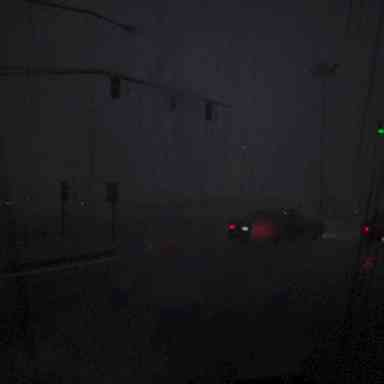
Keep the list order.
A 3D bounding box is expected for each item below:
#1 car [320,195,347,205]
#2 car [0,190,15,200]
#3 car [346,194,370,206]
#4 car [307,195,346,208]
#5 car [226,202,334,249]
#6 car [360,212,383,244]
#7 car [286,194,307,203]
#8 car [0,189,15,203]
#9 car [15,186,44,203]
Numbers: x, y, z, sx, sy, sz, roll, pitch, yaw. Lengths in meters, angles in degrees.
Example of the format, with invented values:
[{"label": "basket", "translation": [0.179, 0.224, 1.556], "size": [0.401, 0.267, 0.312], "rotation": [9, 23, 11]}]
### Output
[{"label": "car", "translation": [20.272, 1.083, 47.549], "size": [1.895, 1.301, 4.718], "rotation": [2, 1, 44]}, {"label": "car", "translation": [-28.598, 0.385, 50.149], "size": [4.181, 1.385, 1.994], "rotation": [2, 1, 43]}, {"label": "car", "translation": [22.381, 1.046, 44.693], "size": [2.128, 1.511, 4.902], "rotation": [2, 1, 44]}, {"label": "car", "translation": [15.158, 1.086, 37.348], "size": [1.837, 1.490, 4.892], "rotation": [2, 1, 44]}, {"label": "car", "translation": [3.663, 1.364, 13.772], "size": [2.033, 1.411, 5.357], "rotation": [2, 1, 44]}, {"label": "car", "translation": [8.846, 1.478, 14.091], "size": [1.895, 1.301, 4.718], "rotation": [2, 1, 44]}, {"label": "car", "translation": [13.066, 1.035, 40.197], "size": [1.812, 1.442, 4.674], "rotation": [2, 1, 45]}, {"label": "car", "translation": [-24.279, 0.568, 41.139], "size": [5.357, 1.411, 2.033], "rotation": [2, 1, 44]}, {"label": "car", "translation": [-21.341, 0.247, 43.186], "size": [5.566, 2.045, 2.150], "rotation": [2, 1, 44]}]
